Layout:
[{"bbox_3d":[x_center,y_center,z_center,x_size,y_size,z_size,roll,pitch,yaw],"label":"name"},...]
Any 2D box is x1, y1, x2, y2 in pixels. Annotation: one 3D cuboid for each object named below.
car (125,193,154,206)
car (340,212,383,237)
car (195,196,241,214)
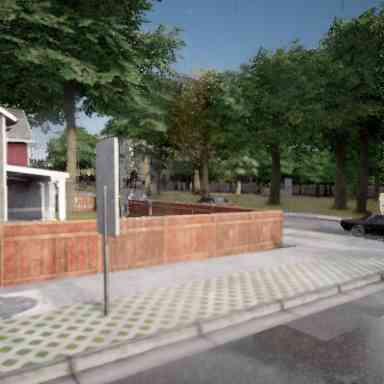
[{"bbox_3d":[-6.106,0.938,38.793,1.882,1.535,5.008,-1,2,-35],"label":"car"},{"bbox_3d":[9.907,1.665,16.201,1.895,1.301,4.718,-1,2,-35],"label":"car"},{"bbox_3d":[2.109,1.148,27.191,2.097,1.767,4.553,-1,2,-35],"label":"car"}]
